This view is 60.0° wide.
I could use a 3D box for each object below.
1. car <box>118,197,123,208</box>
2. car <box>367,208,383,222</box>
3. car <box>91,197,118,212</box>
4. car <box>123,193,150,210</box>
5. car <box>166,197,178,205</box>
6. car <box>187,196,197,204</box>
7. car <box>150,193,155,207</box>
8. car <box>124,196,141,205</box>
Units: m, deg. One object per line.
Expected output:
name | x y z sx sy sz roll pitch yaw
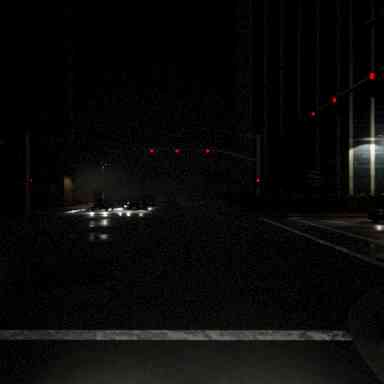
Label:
car | -10.625 1.491 49.116 2.128 1.511 4.902 0 0 0
car | 15.467 1.478 24.278 5.008 1.535 1.882 0 0 -1
car | -10.606 1.526 39.847 1.812 1.442 4.674 0 0 0
car | -7.126 1.352 43.355 2.097 1.767 4.553 0 0 0
car | -3.432 1.547 57.399 2.033 1.411 5.357 0 0 0
car | -0.043 1.526 64.911 1.812 1.442 4.674 0 0 0
car | -7.121 1.221 52.856 2.150 2.045 5.566 0 0 0
car | -10.591 1.491 59.299 2.128 1.511 4.902 0 0 0
